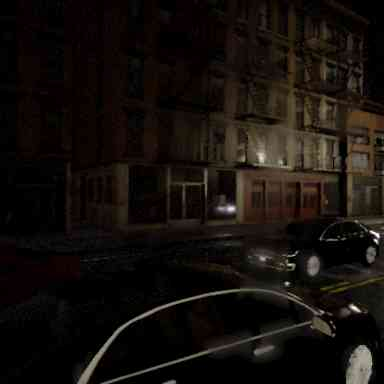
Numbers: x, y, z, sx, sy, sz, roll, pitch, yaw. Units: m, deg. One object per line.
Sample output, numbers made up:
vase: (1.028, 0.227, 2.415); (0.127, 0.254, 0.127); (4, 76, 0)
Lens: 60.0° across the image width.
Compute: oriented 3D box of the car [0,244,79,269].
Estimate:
car: (-3.924, 1.520, 4.839); (4.674, 1.442, 1.812); (1, 0, -35)

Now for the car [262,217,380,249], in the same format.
car: (3.898, 1.556, 10.279); (4.892, 1.490, 1.837); (0, 0, -34)

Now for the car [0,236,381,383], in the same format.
car: (0.065, 1.516, 3.433); (4.892, 1.490, 1.837); (0, 0, -35)
